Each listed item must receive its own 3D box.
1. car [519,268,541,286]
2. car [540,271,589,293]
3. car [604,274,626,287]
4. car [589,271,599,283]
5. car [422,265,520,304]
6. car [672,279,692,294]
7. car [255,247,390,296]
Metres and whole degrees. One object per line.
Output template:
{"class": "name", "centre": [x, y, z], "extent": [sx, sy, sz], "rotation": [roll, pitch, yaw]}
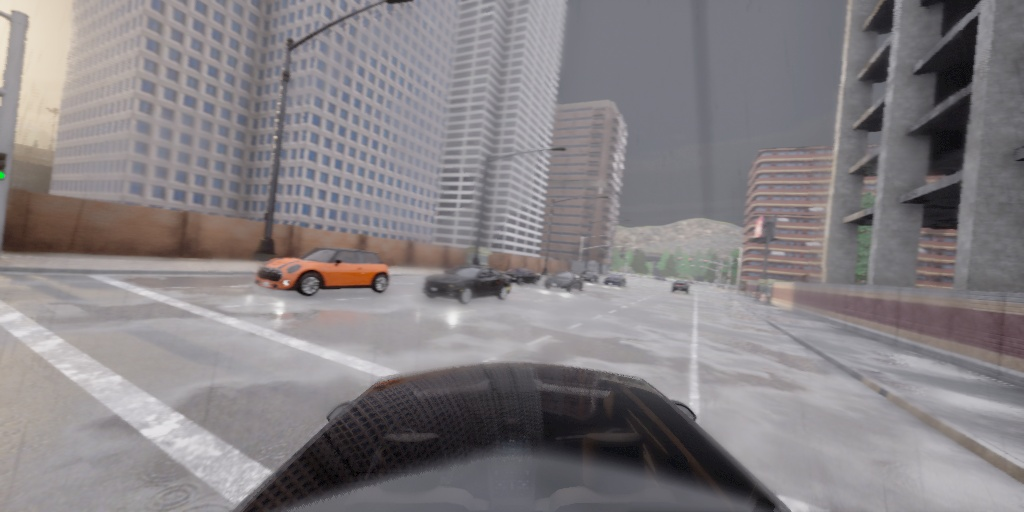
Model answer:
{"class": "car", "centre": [0.563, 1.593, 28.018], "extent": [1.895, 1.301, 4.718], "rotation": [6, 0, 27]}
{"class": "car", "centre": [4.083, 1.895, 27.206], "extent": [1.812, 1.442, 4.674], "rotation": [6, 0, 27]}
{"class": "car", "centre": [12.665, 2.968, 43.759], "extent": [2.033, 1.411, 5.357], "rotation": [6, 0, 28]}
{"class": "car", "centre": [9.759, 2.658, 45.719], "extent": [1.837, 1.490, 4.892], "rotation": [6, 0, 27]}
{"class": "car", "centre": [-1.786, 1.127, 15.776], "extent": [1.882, 1.535, 5.008], "rotation": [6, 0, 27]}
{"class": "car", "centre": [21.773, 3.937, 46.229], "extent": [1.837, 1.490, 4.892], "rotation": [6, 0, 27]}
{"class": "car", "centre": [-6.835, 0.435, 13.502], "extent": [2.097, 1.767, 4.553], "rotation": [6, 0, 27]}
